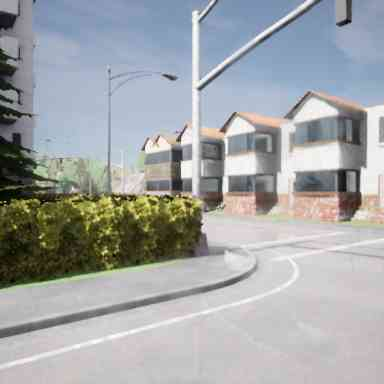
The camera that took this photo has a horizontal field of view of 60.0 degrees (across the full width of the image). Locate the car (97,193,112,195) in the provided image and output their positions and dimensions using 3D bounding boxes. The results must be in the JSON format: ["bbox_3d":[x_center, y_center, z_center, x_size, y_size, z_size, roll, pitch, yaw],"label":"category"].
[{"bbox_3d":[-18.943,1.213,75.942,3.806,1.475,1.970,0,0,-37],"label":"car"}]

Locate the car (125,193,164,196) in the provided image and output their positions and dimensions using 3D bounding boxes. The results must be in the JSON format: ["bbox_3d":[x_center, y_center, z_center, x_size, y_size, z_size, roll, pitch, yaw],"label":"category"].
[{"bbox_3d":[-2.282,1.200,22.935,2.150,2.045,5.566,0,1,-36],"label":"car"}]
